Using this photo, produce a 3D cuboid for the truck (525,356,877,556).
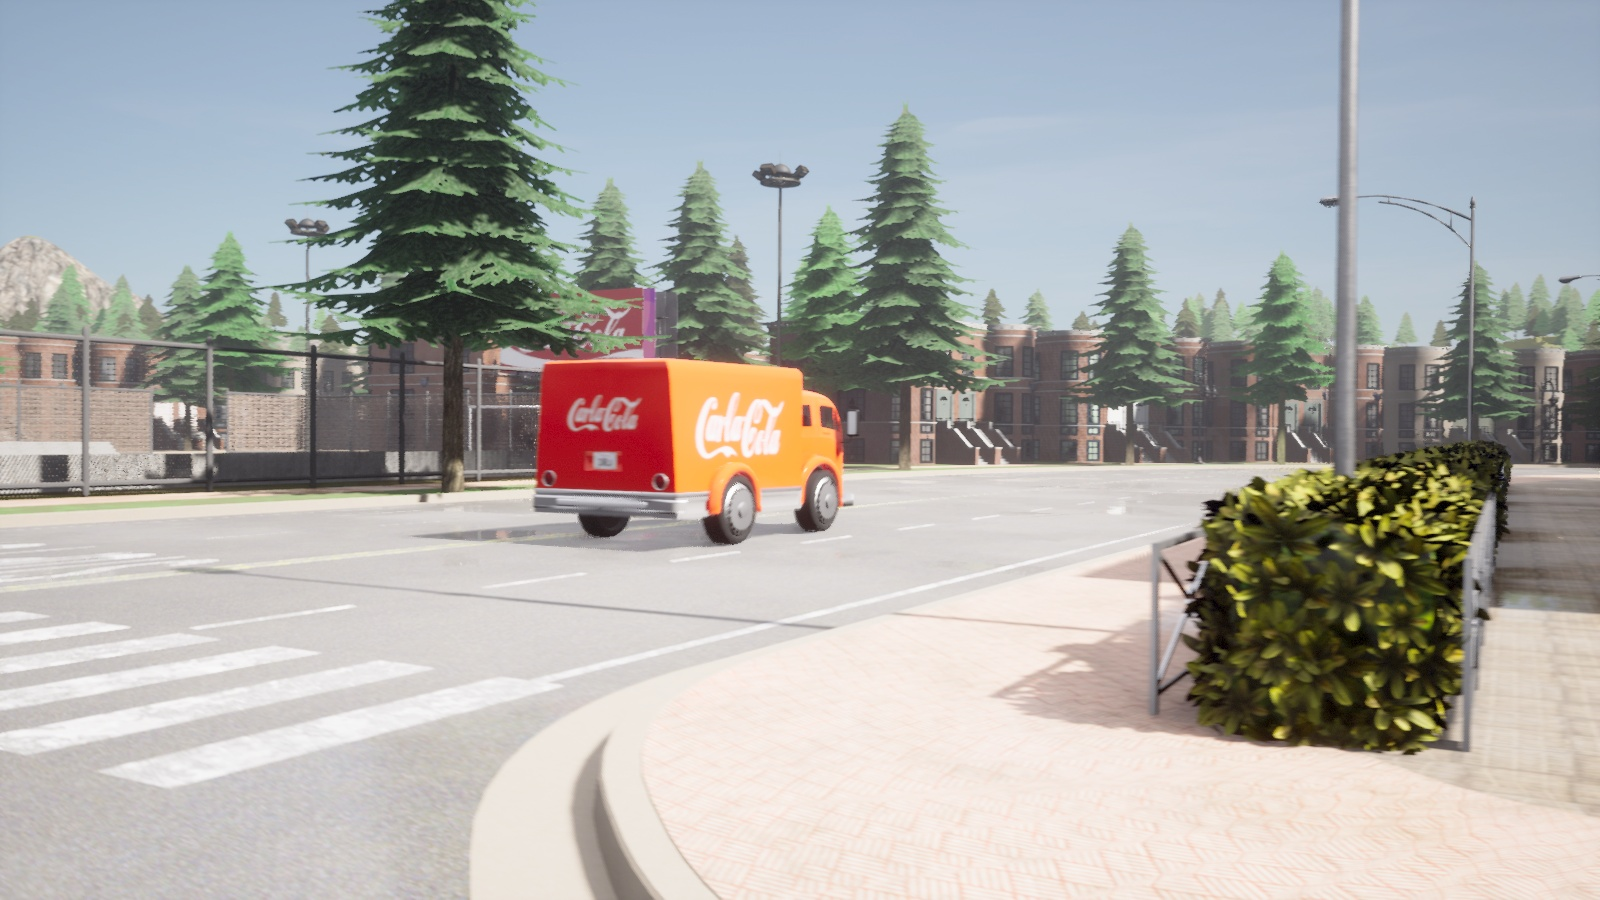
[{"bbox_3d":[-1.222,0.039,18.395,2.627,2.467,5.204,0,1,30],"label":"truck"}]
